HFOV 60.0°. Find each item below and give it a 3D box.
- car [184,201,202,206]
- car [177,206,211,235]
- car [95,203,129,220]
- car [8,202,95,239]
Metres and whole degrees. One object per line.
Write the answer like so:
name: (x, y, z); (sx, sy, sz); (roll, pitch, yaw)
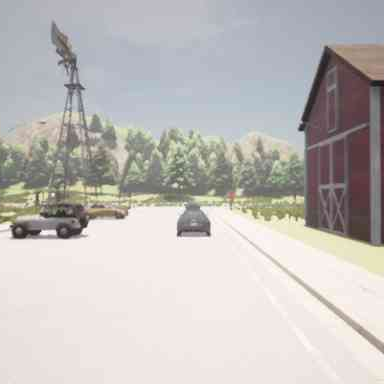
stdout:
car: (0.102, 1.917, 40.664); (1.837, 1.490, 4.892); (0, -1, 0)
car: (0.102, 1.772, 20.423); (1.994, 1.385, 4.181); (0, -1, 0)
car: (-8.066, 1.825, 31.454); (4.193, 1.474, 1.816); (0, -1, 1)
car: (-7.576, 1.496, 17.972); (3.866, 1.878, 1.905); (0, -1, 1)
